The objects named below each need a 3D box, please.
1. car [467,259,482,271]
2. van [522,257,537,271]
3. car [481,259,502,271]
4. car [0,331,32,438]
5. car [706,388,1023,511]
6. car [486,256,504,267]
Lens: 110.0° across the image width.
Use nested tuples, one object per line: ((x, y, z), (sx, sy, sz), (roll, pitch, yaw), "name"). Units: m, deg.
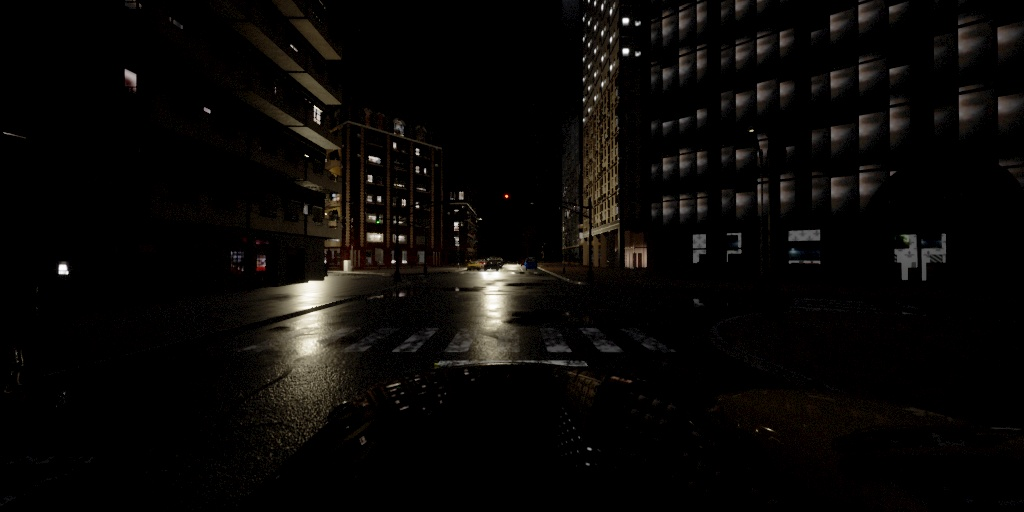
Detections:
((-5.255, 1.321, 49.917), (1.751, 1.417, 4.829), (0, 0, 0), "car")
((2.625, 1.137, 50.077), (1.690, 1.789, 3.998), (0, 0, 0), "van")
((-2.789, 1.395, 49.240), (1.895, 1.301, 4.718), (0, 0, 0), "car")
((-5.318, 1.064, 1.088), (2.192, 1.841, 5.009), (0, 0, 0), "car")
((2.563, 1.275, 1.254), (1.751, 1.417, 4.829), (0, 0, 0), "car")
((-2.765, 1.037, 59.164), (2.150, 2.045, 5.566), (0, 0, 0), "car")
